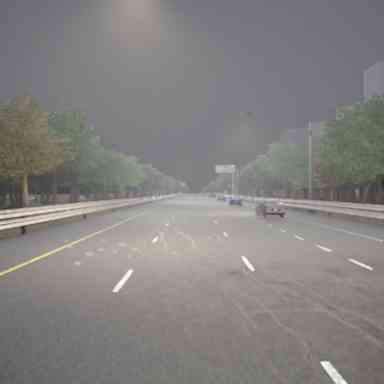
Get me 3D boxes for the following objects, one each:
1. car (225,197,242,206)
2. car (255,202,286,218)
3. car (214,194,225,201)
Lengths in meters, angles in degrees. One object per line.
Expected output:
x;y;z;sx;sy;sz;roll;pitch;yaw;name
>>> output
7.199;1.561;56.170;1.882;1.535;5.008;0;0;0;car
7.065;1.575;30.528;2.033;1.411;5.357;0;0;0;car
7.425;1.461;84.210;2.097;1.767;4.553;0;0;1;car
